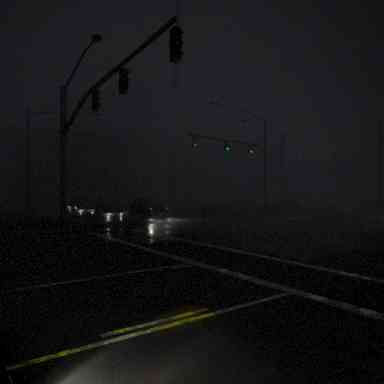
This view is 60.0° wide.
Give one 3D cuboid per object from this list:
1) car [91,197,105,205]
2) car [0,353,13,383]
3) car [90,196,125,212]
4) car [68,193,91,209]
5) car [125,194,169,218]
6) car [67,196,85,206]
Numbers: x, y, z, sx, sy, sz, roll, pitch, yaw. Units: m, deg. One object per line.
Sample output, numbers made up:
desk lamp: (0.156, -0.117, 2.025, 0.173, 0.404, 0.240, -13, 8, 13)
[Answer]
car: (-16.491, 1.606, 58.663, 1.895, 1.301, 4.718, 0, 0, -9)
car: (-3.606, 1.547, 1.236, 5.357, 1.411, 2.033, 0, 0, -35)
car: (-9.771, 1.530, 38.498, 1.812, 1.442, 4.674, 0, 0, -36)
car: (-15.507, 1.226, 46.683, 2.150, 2.045, 5.566, 0, 0, -33)
car: (-3.993, 1.356, 30.488, 2.097, 1.767, 4.553, 0, 0, -36)
car: (-19.540, 1.496, 56.073, 2.128, 1.511, 4.902, 0, 0, -10)
